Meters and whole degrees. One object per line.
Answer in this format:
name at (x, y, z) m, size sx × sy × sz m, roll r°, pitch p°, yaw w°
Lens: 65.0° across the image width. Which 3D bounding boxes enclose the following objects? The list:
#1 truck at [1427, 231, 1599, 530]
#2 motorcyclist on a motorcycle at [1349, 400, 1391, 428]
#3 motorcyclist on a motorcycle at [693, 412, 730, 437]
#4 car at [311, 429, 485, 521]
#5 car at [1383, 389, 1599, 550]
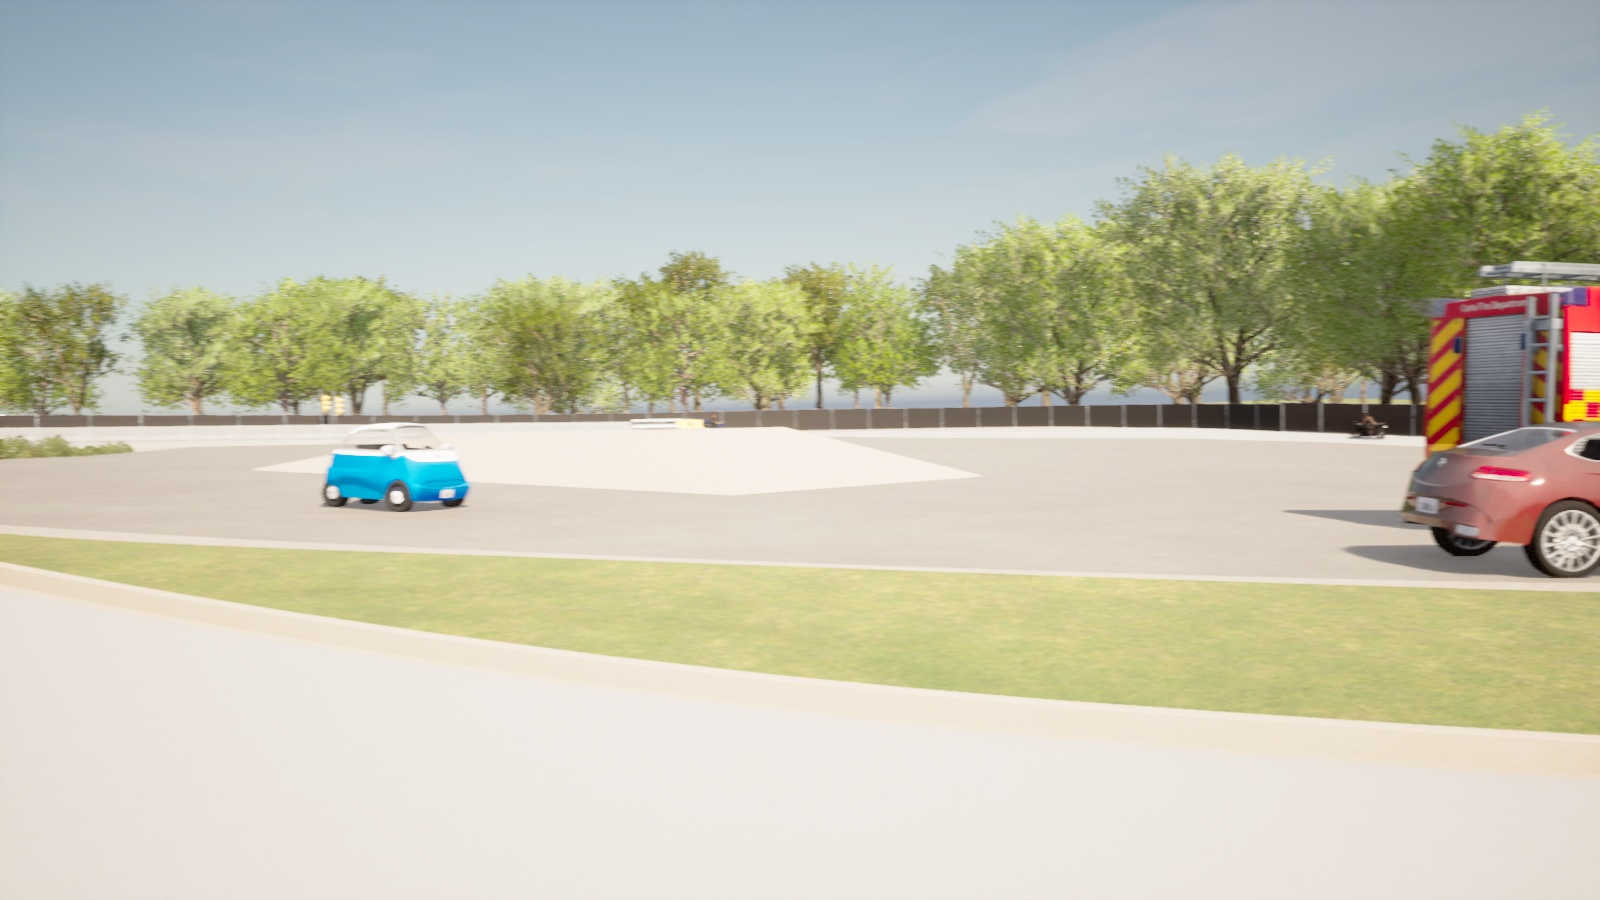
truck at (13.902, -0.969, 18.125) m, size 8.468 × 3.827 × 2.891 m, roll 0°, pitch 2°, yaw -8°
motorcyclist on a motorcycle at (32.700, -2.071, 72.039) m, size 0.797 × 1.523 × 2.044 m, roll -6°, pitch 5°, yaw -43°
motorcyclist on a motorcycle at (-6.069, -1.762, 86.250) m, size 2.350 × 1.649 × 0.766 m, roll 1°, pitch 0°, yaw -19°
car at (-6.435, 0.378, 20.164) m, size 2.207 × 1.376 × 1.481 m, roll 0°, pitch 2°, yaw 24°
car at (9.520, 0.148, 14.002) m, size 5.027 × 1.651 × 2.152 m, roll 0°, pitch 2°, yaw -2°
